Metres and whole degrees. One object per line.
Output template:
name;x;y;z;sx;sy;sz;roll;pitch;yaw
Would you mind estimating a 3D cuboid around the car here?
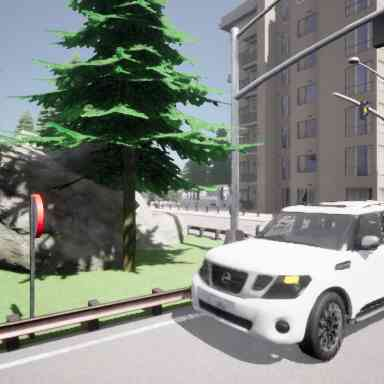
car;2.661;1.223;6.287;5.566;2.045;2.150;0;-1;-35
